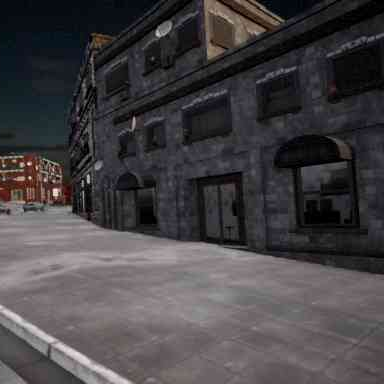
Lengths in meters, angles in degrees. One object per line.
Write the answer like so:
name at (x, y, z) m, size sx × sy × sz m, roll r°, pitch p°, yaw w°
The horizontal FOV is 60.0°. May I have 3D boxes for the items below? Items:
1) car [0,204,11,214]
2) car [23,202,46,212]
car at (-23.133, 2.075, 39.201) m, size 1.812 × 1.442 × 4.674 m, roll -3°, pitch -1°, yaw -5°
car at (-24.102, 2.254, 51.037) m, size 2.128 × 1.511 × 4.902 m, roll -3°, pitch -1°, yaw -3°
